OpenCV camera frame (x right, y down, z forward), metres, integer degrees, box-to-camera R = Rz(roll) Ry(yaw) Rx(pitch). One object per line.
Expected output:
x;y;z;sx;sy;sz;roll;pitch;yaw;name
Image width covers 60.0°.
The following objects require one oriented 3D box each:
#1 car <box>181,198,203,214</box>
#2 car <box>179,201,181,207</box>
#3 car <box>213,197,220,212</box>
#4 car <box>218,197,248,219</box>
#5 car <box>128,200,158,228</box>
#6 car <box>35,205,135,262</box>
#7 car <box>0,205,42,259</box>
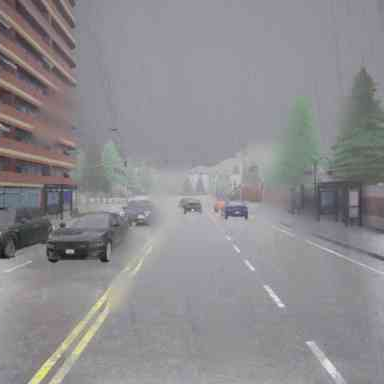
0.097;1.506;35.466;1.837;1.490;4.892;0;0;0;car
-0.682;1.533;47.607;2.033;1.411;5.357;0;0;-9;car
3.608;1.351;38.532;2.097;1.767;4.553;0;0;0;car
3.618;1.478;28.849;1.882;1.535;5.008;0;0;0;car
-3.494;1.352;22.313;2.097;1.767;4.553;0;0;0;car
-3.581;1.478;12.267;1.882;1.535;5.008;0;0;0;car
-7.066;1.353;12.457;2.097;1.767;4.553;0;0;0;car
